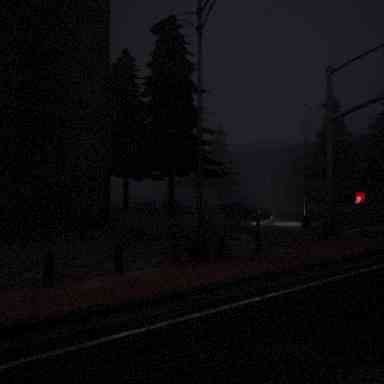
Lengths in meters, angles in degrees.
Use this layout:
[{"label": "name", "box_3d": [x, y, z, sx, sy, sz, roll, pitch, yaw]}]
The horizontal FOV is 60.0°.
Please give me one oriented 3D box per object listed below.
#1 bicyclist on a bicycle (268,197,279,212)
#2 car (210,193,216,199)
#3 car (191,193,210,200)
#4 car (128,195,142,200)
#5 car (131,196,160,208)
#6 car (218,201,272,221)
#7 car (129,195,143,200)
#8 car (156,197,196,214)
[{"label": "bicyclist on a bicycle", "box_3d": [8.480, 1.328, 34.555, 1.656, 1.620, 0.582, 0, 0, -37]}, {"label": "car", "box_3d": [4.182, 1.116, 92.417, 1.905, 1.878, 3.866, 0, 0, -37]}, {"label": "car", "box_3d": [2.097, 1.135, 90.352, 1.932, 1.855, 4.605, 0, 0, -37]}, {"label": "car", "box_3d": [-14.934, 1.414, 87.104, 1.970, 1.475, 3.806, 0, 0, -37]}, {"label": "car", "box_3d": [-6.665, 1.625, 48.442, 1.895, 1.301, 4.718, 0, 0, -34]}, {"label": "car", "box_3d": [4.316, 1.501, 27.669, 1.882, 1.535, 5.008, 0, 0, -37]}, {"label": "car", "box_3d": [-12.897, 1.402, 79.372, 1.845, 1.501, 3.633, 0, 0, -37]}, {"label": "car", "box_3d": [-1.694, 1.587, 35.614, 1.994, 1.385, 4.181, 0, 0, -37]}]
